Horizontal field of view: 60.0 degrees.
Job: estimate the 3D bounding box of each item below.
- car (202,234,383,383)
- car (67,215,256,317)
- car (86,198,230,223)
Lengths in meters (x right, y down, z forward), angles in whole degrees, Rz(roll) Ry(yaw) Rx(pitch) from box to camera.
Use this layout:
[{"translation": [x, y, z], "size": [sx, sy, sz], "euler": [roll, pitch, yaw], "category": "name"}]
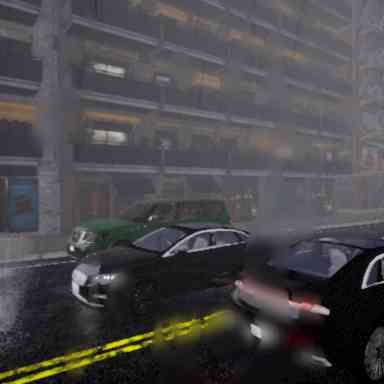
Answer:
[{"translation": [2.803, 1.496, 5.441], "size": [4.902, 1.511, 2.128], "euler": [0, 0, -35], "category": "car"}, {"translation": [-0.153, 1.495, 7.569], "size": [4.902, 1.511, 2.128], "euler": [0, 0, -36], "category": "car"}, {"translation": [-1.090, 1.226, 10.892], "size": [5.566, 2.045, 2.150], "euler": [0, 0, -36], "category": "car"}]
